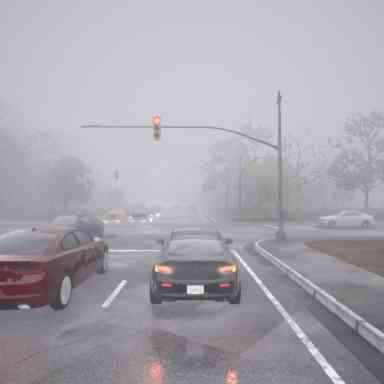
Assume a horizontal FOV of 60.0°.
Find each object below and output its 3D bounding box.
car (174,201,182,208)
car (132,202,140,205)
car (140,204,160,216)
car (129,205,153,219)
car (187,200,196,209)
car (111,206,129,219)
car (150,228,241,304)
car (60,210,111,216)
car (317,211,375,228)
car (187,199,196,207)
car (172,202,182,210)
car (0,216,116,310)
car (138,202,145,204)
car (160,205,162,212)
[{"bbox_3d":[-3.715,3.207,86.803,1.812,1.442,4.674,0,0,-3],"label":"car"},{"bbox_3d":[-10.657,3.093,55.817,2.097,1.767,4.553,0,-1,0],"label":"car"},{"bbox_3d":[-7.159,3.243,56.562,2.128,1.511,4.902,0,-1,0],"label":"car"},{"bbox_3d":[-7.148,3.025,47.091,1.882,1.535,5.008,0,-2,1],"label":"car"},{"bbox_3d":[-0.102,3.287,77.191,1.994,1.385,4.181,0,0,0],"label":"car"},{"bbox_3d":[-10.659,3.021,46.957,1.882,1.535,5.008,0,-2,0],"label":"car"},{"bbox_3d":[0.070,1.604,8.179,1.812,1.442,4.674,0,-1,0],"label":"car"},{"bbox_3d":[-6.282,1.859,17.460,1.812,1.442,4.674,-1,-2,13],"label":"car"},{"bbox_3d":[13.208,2.333,28.622,4.674,1.442,1.812,0,-2,-1],"label":"car"},{"bbox_3d":[-0.206,2.874,86.926,2.097,1.767,4.553,0,0,-3],"label":"car"},{"bbox_3d":[-3.601,3.339,76.892,1.895,1.301,4.718,0,0,0],"label":"car"},{"bbox_3d":[-3.427,1.554,8.037,1.882,1.535,5.008,0,-1,0],"label":"car"},{"bbox_3d":[-10.609,3.024,66.477,2.150,2.045,5.566,0,0,0],"label":"car"},{"bbox_3d":[-7.109,3.295,66.619,2.128,1.511,4.902,0,0,0],"label":"car"}]
